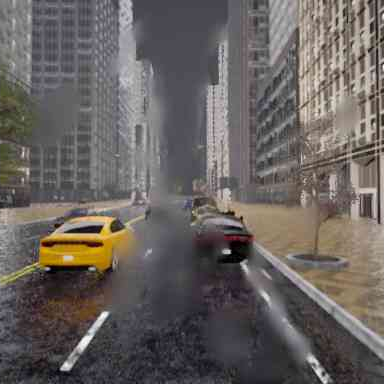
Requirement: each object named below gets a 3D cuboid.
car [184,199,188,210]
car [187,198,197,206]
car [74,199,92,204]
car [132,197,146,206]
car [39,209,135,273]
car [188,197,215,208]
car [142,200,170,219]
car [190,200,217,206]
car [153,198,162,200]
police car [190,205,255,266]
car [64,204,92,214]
[{"bbox_3d":[0.014,1.632,47.793,2.097,1.767,4.553,0,0,0],"label":"car"},{"bbox_3d":[-0.008,1.855,64.018,1.882,1.535,5.008,0,0,0],"label":"car"},{"bbox_3d":[-25.681,2.290,78.725,4.403,1.369,2.008,-1,-1,-1],"label":"car"},{"bbox_3d":[-9.758,1.720,62.108,2.097,1.767,4.553,0,0,0],"label":"car"},{"bbox_3d":[-3.140,1.542,10.924,1.882,1.535,5.008,0,0,0],"label":"car"},{"bbox_3d":[0.971,1.389,27.895,2.150,2.045,5.566,0,0,0],"label":"car"},{"bbox_3d":[-3.152,1.747,31.120,1.994,1.385,4.181,0,0,0],"label":"car"},{"bbox_3d":[0.972,1.585,22.052,1.801,1.575,5.366,0,0,0],"label":"car"},{"bbox_3d":[-6.508,1.824,62.078,2.033,1.411,5.357,0,0,0],"label":"car"},{"bbox_3d":[0.973,1.496,11.970,1.930,1.638,5.238,0,0,0],"label":"police car"},{"bbox_3d":[-6.603,1.663,19.720,2.033,1.411,5.357,0,0,0],"label":"car"}]
